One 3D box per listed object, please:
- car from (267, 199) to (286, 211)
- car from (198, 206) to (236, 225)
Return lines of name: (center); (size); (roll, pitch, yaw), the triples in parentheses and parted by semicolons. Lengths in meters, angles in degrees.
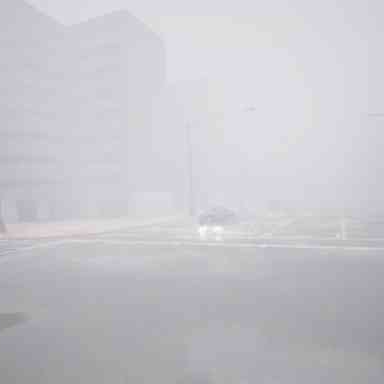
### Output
car: (12.583, 1.813, 49.460); (2.097, 1.767, 4.553); (-3, -2, 24)
car: (2.025, 1.807, 25.994); (1.994, 1.385, 4.181); (-3, -1, 24)
